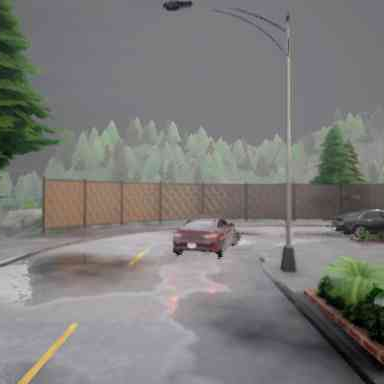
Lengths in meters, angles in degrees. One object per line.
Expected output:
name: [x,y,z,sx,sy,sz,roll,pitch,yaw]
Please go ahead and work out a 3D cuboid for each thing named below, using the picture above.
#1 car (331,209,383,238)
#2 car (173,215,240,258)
car: [10.168,1.703,18.124,4.892,1.490,1.837,-1,-1,0]
car: [0.646,1.673,13.470,1.812,1.442,4.674,0,-1,17]
